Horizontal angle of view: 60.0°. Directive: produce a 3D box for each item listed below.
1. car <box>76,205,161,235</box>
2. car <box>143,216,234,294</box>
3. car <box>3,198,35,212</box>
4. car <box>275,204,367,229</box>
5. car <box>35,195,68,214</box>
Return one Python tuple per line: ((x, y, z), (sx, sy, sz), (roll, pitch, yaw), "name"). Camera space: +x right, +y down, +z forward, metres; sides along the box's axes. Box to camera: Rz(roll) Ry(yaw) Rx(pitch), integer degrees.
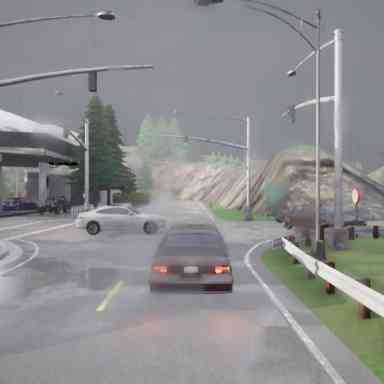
((-3.644, 1.414, 17.416), (4.674, 1.442, 1.812), (0, 0, -1), "car")
((0.033, 1.547, 8.932), (2.033, 1.411, 5.357), (0, 0, 1), "car")
((-20.310, 1.478, 39.515), (2.242, 1.667, 4.611), (0, 0, -1), "car")
((6.550, 1.358, 17.603), (2.033, 1.411, 5.357), (0, 0, -19), "car")
((-14.595, 1.311, 35.248), (1.905, 1.878, 3.866), (0, 0, -1), "car")
